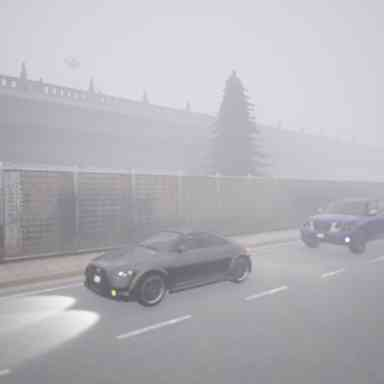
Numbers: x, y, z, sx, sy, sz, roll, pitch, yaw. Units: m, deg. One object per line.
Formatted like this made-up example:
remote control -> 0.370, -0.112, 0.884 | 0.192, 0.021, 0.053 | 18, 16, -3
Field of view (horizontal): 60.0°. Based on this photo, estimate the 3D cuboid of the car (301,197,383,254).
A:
car -> 6.934, 1.270, 14.159 | 5.566, 2.045, 2.150 | 0, -1, -39

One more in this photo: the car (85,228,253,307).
car -> -0.430, 1.631, 8.220 | 4.181, 1.385, 1.994 | 0, 0, -39
